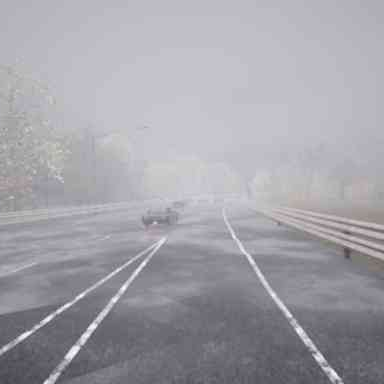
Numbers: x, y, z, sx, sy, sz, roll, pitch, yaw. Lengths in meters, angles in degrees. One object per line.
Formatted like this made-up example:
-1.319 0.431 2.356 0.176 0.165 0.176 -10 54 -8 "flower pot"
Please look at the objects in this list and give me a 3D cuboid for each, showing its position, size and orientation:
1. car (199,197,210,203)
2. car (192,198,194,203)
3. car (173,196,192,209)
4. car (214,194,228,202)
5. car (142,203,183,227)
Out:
2.747 1.763 74.674 1.994 1.385 4.181 -3 0 12 "car"
-0.886 1.732 74.388 2.097 1.767 4.553 -3 0 12 "car"
-1.747 1.798 50.458 1.837 1.490 4.892 -3 0 10 "car"
6.360 1.596 74.910 1.994 1.385 4.181 -3 0 12 "car"
-2.179 1.782 24.674 1.895 1.301 4.718 -3 0 8 "car"
